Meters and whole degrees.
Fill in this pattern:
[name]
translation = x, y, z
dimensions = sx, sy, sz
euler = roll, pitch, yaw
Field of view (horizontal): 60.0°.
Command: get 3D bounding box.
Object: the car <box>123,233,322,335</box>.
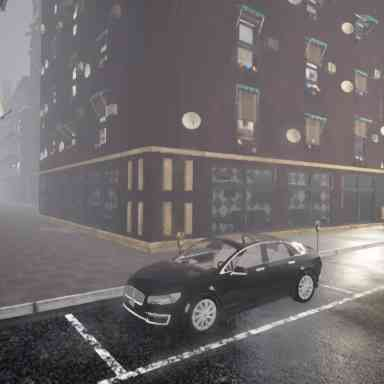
[car]
translation = 0.810, 1.552, 6.626
dimensions = 4.403, 1.369, 2.008
euler = 0, 1, -35
